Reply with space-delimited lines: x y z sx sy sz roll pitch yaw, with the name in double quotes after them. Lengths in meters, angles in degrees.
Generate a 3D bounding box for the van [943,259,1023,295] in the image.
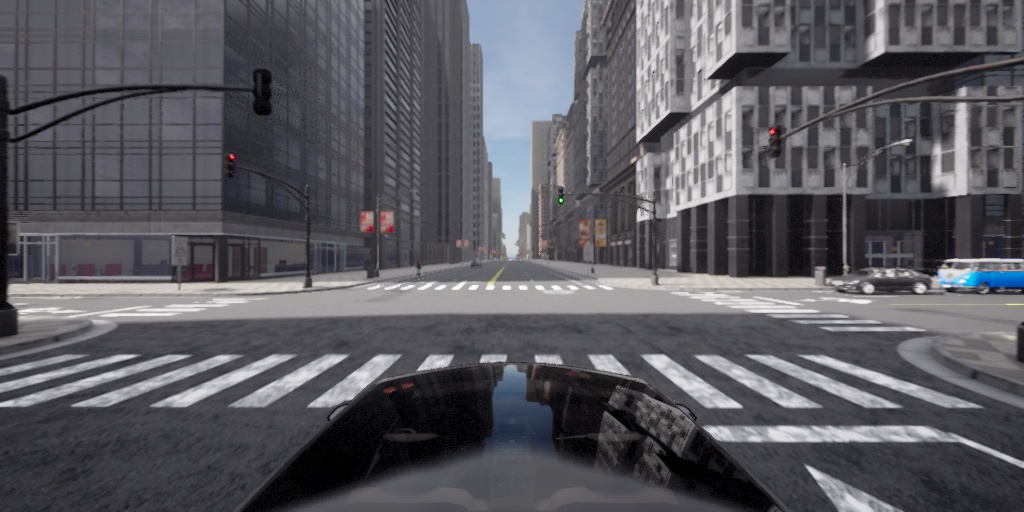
24.775 1.040 18.694 3.998 1.789 1.690 0 0 0 "van"

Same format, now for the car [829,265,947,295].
19.157 1.266 18.727 4.403 1.370 2.007 0 0 0 "car"

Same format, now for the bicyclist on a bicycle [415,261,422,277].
-8.706 1.251 33.425 0.582 1.620 1.656 0 0 0 "bicyclist on a bicycle"
